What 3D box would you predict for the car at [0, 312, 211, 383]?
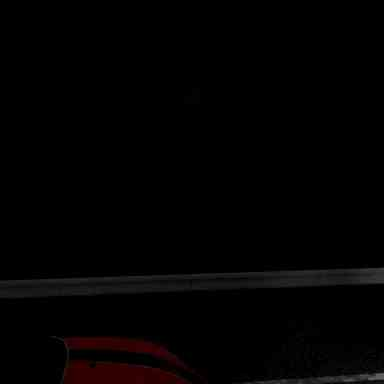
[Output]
[{"bbox_3d":[-1.874,1.352,1.640,4.553,1.767,2.097,0,0,-6],"label":"car"}]
